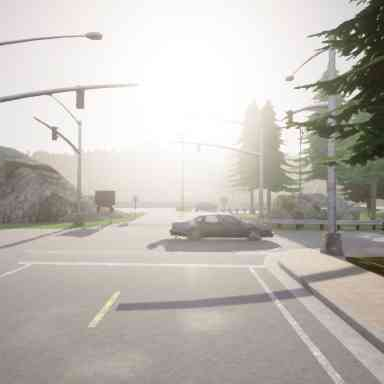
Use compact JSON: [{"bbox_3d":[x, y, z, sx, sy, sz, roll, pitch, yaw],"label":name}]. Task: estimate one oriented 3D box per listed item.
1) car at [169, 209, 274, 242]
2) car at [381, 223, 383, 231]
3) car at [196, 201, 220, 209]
[{"bbox_3d":[1.498,1.816,17.544,5.357,1.411,2.033,0,-1,1],"label":"car"},{"bbox_3d":[15.025,2.060,21.076,5.357,1.411,2.033,0,-1,-2],"label":"car"},{"bbox_3d":[2.436,2.093,49.466,2.097,1.767,4.553,0,-1,32],"label":"car"}]
